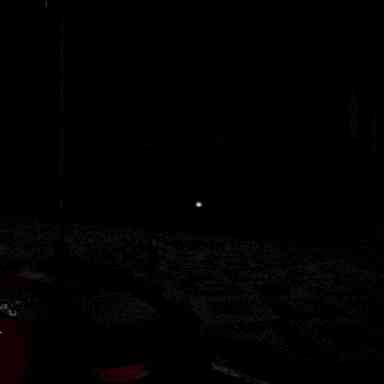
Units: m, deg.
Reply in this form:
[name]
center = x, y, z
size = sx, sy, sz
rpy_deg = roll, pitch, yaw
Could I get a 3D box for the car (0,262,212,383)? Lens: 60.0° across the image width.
[car]
center = -1.736, 1.574, 4.193
size = 4.206, 1.307, 1.802
rpy_deg = 0, 0, 35
